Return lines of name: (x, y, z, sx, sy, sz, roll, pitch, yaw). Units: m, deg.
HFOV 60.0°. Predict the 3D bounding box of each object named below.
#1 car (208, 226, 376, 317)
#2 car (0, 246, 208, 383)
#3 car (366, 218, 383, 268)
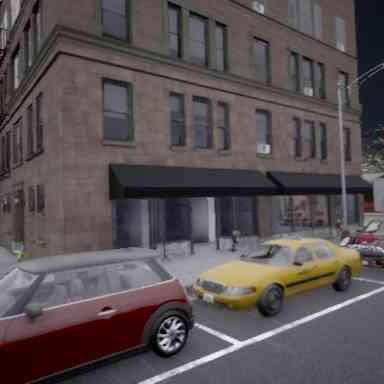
car: (2.241, 1.722, 7.934, 4.829, 1.417, 1.752, 0, -2, -37)
car: (-2.038, 1.672, 4.724, 4.097, 1.590, 1.967, 0, -2, -37)
car: (6.787, 1.600, 11.353, 4.097, 1.590, 1.967, 0, -2, -37)
